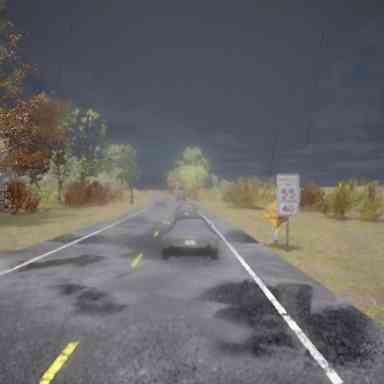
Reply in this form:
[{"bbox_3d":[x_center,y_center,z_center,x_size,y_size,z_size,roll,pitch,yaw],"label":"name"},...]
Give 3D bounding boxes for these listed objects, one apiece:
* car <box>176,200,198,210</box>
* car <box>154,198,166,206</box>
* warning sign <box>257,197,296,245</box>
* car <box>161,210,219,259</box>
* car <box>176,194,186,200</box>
[{"bbox_3d":[-0.434,1.668,27.881,1.994,1.385,4.181,0,0,-1],"label":"car"},{"bbox_3d":[-5.509,1.749,58.054,1.994,1.385,4.181,0,0,-3],"label":"car"},{"bbox_3d":[3.436,1.169,13.660,1.300,1.860,1.060,1,0,-1],"label":"warning sign"},{"bbox_3d":[-0.072,1.617,12.758,1.994,1.385,4.181,0,0,0],"label":"car"},{"bbox_3d":[-2.743,1.447,83.765,2.150,2.045,5.566,0,0,-5],"label":"car"}]
